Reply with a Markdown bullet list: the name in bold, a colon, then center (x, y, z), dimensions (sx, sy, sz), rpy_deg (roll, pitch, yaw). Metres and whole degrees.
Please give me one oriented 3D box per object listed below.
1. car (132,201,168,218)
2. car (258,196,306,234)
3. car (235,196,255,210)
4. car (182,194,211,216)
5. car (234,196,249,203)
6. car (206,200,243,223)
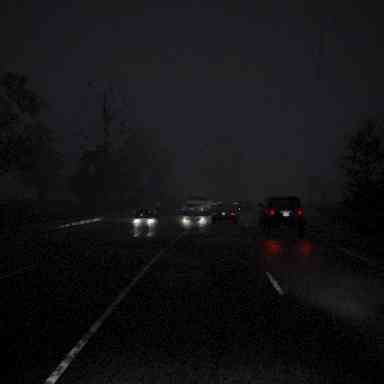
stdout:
- **car**: center (-3.685, 1.546, 30.663), dimensions (2.033, 1.411, 5.357), rpy_deg (0, 0, 12)
- **car**: center (5.204, 1.244, 19.676), dimensions (2.150, 2.045, 5.566), rpy_deg (0, 0, 8)
- **car**: center (6.884, 1.601, 42.398), dimensions (1.994, 1.385, 4.181), rpy_deg (0, 0, 17)
- **car**: center (0.649, 1.237, 33.846), dimensions (2.150, 2.045, 5.566), rpy_deg (0, 0, 14)
- **car**: center (10.491, 1.580, 69.970), dimensions (1.994, 1.385, 4.181), rpy_deg (0, 0, 27)
- **car**: center (2.627, 1.565, 25.441), dimensions (2.033, 1.411, 5.357), rpy_deg (0, 0, 10)
